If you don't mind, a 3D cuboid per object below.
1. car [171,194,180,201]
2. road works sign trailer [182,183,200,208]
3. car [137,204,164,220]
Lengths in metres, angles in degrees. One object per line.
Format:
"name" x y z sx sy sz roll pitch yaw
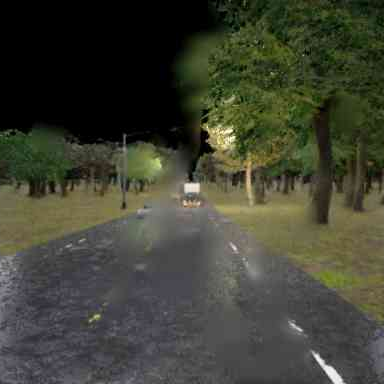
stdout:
"car" -3.491 1.112 70.770 1.882 1.535 5.008 0 1 0
"road works sign trailer" 0.006 0.458 49.653 2.380 3.560 2.880 0 1 0
"car" -3.594 1.708 29.219 1.895 1.301 4.718 0 0 0
